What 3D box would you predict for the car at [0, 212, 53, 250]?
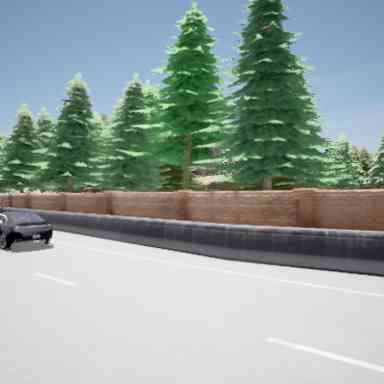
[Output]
[{"bbox_3d":[-8.237,1.662,15.386,4.902,1.511,2.128,-1,-1,42],"label":"car"}]
